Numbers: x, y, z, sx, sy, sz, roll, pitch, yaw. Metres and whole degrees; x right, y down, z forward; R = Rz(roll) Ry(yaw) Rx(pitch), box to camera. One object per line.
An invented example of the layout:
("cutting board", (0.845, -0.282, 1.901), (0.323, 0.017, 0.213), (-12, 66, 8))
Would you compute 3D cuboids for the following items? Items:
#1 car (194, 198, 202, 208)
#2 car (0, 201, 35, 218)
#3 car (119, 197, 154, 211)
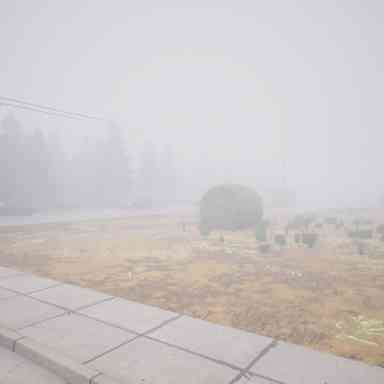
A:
("car", (2.043, 1.552, 47.183), (1.812, 1.442, 4.674), (0, 0, 36))
("car", (-16.073, 1.552, 28.849), (1.812, 1.442, 4.674), (0, 0, 36))
("car", (-6.851, 1.379, 41.342), (2.097, 1.767, 4.553), (0, 0, 36))
